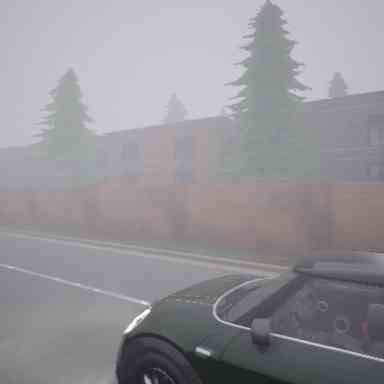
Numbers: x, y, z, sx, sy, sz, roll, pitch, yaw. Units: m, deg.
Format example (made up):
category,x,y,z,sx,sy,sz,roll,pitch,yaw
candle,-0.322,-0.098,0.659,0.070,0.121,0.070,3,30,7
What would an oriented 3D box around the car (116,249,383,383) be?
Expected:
category,x,y,z,sx,sy,sz,roll,pitch,yaw
car,1.433,1.353,3.046,4.553,1.767,2.097,0,0,34
